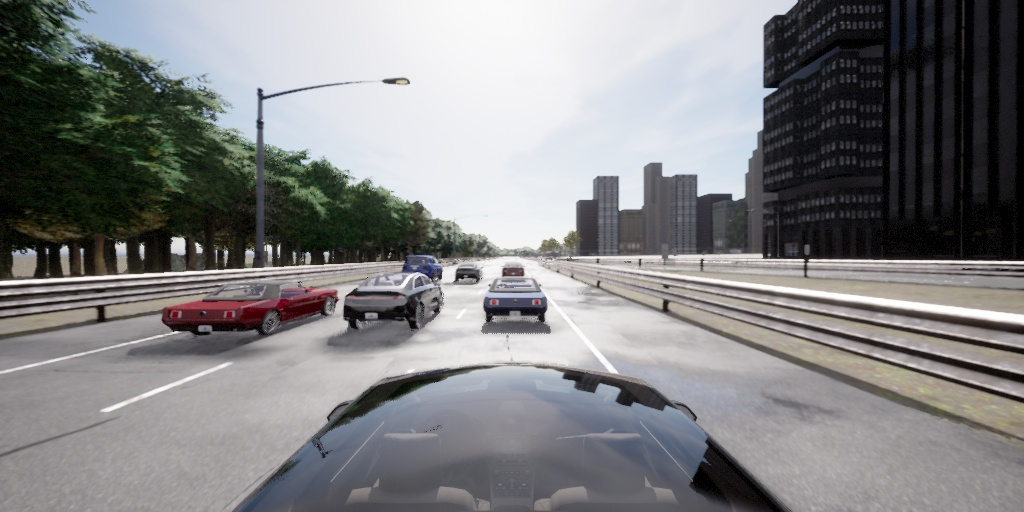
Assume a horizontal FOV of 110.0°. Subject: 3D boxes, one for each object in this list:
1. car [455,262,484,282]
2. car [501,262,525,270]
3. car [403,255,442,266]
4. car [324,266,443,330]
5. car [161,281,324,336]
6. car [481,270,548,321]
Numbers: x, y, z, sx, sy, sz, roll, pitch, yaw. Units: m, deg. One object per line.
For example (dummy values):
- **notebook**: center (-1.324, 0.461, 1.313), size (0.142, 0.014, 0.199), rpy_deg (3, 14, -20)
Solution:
- **car**: center (-3.401, 1.251, 28.807), size (1.837, 1.490, 4.892), rpy_deg (0, 0, 0)
- **car**: center (0.100, 1.223, 30.302), size (1.882, 1.535, 5.008), rpy_deg (0, 0, 0)
- **car**: center (-6.901, 0.969, 28.109), size (2.150, 2.045, 5.566), rpy_deg (0, 0, 0)
- **car**: center (-3.401, 1.241, 11.102), size (2.128, 1.511, 4.902), rpy_deg (0, 0, 0)
- **car**: center (-6.901, 1.351, 10.295), size (1.895, 1.301, 4.718), rpy_deg (0, 0, 0)
- **car**: center (0.099, 1.350, 12.422), size (1.895, 1.301, 4.718), rpy_deg (0, 0, 0)
